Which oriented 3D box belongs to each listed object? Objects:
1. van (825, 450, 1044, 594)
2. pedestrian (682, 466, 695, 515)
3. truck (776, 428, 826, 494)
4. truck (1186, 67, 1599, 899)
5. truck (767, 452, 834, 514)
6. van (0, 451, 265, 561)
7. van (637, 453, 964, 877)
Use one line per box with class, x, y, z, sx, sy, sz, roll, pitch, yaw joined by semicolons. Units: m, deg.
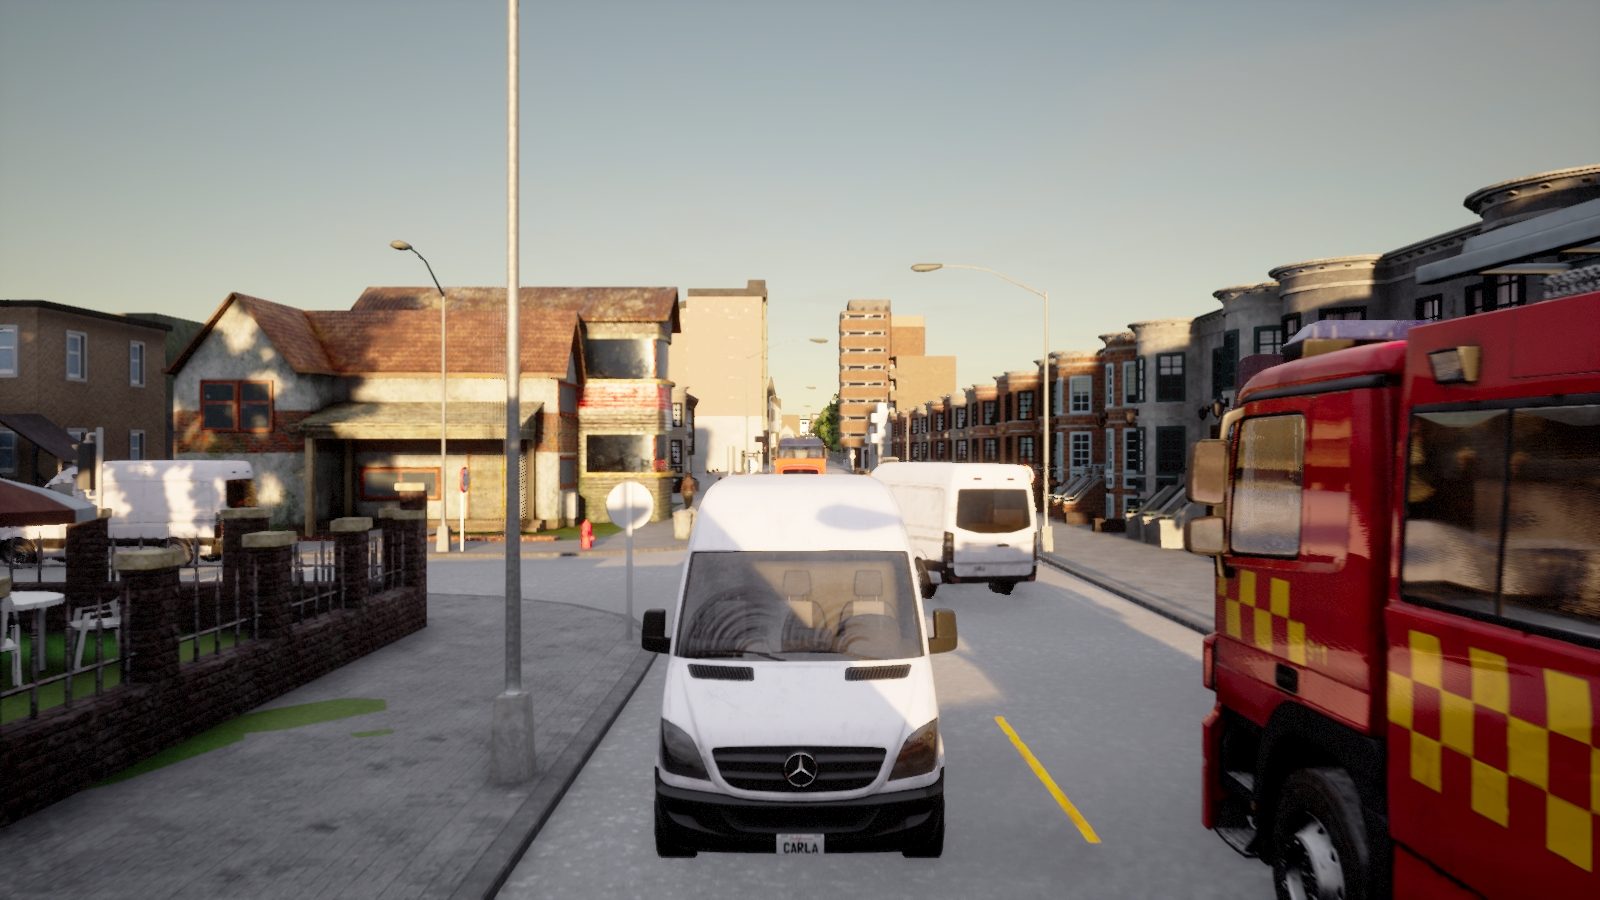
van;2.557;1.315;23.688;1.988;2.561;5.915;1;0;-20
pedestrian;-4.223;1.526;43.102;0.375;1.860;0.375;0;0;17
truck;0.041;0.668;70.666;2.891;3.827;8.468;0;0;0
truck;4.048;0.670;3.369;2.891;3.827;8.468;0;0;0
truck;0.014;1.364;47.863;2.627;2.467;5.204;0;-1;0
van;-16.447;1.314;27.793;5.915;2.561;1.988;0;0;0
van;0.003;1.314;9.893;1.988;2.561;5.915;0;0;0
